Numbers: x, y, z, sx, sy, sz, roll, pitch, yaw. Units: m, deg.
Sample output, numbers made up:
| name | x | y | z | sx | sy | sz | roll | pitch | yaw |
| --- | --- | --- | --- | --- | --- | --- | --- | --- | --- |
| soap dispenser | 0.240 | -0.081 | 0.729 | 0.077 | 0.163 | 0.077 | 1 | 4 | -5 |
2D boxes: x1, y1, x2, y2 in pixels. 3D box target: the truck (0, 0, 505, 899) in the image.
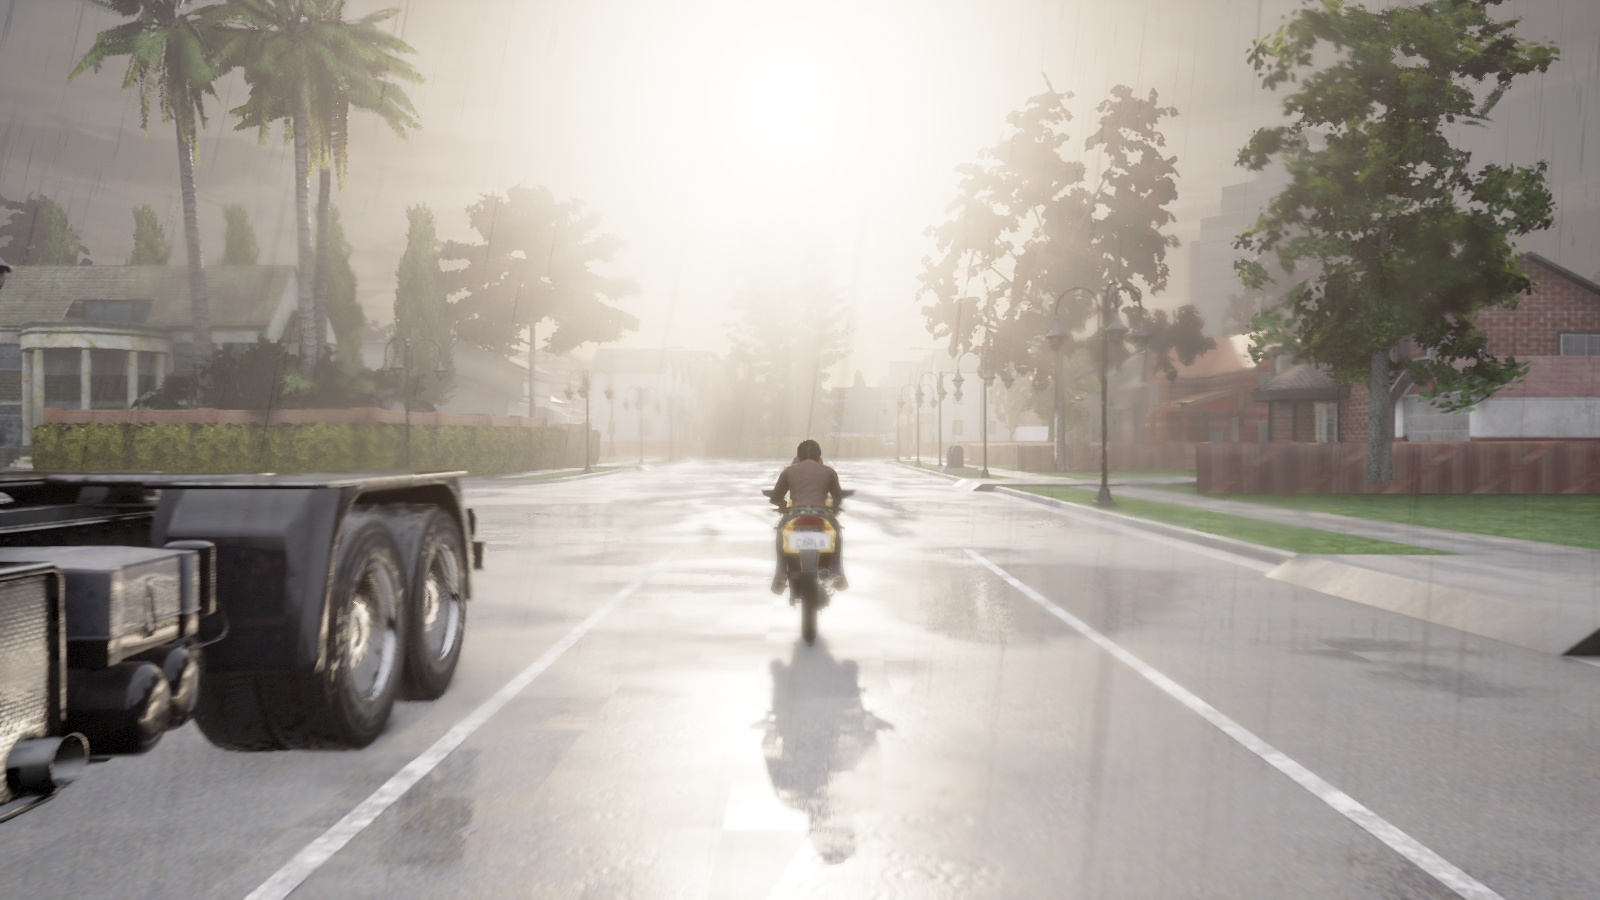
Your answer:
| name | x | y | z | sx | sy | sz | roll | pitch | yaw |
| --- | --- | --- | --- | --- | --- | --- | --- | --- | --- |
| truck | -3.458 | -0.264 | 4.506 | 2.891 | 3.462 | 7.936 | 0 | 0 | 0 |

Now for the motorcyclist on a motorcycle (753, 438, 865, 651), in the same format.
| name | x | y | z | sx | sy | sz | roll | pitch | yaw |
| --- | --- | --- | --- | --- | --- | --- | --- | --- | --- |
| motorcyclist on a motorcycle | 0.072 | 0.672 | 10.006 | 0.797 | 1.523 | 2.044 | 0 | 0 | 0 |
